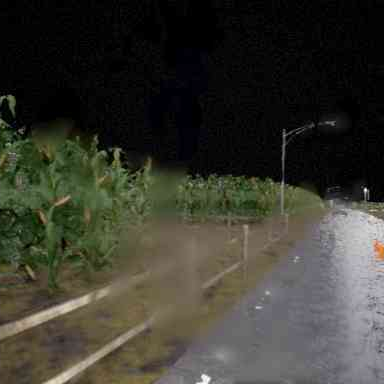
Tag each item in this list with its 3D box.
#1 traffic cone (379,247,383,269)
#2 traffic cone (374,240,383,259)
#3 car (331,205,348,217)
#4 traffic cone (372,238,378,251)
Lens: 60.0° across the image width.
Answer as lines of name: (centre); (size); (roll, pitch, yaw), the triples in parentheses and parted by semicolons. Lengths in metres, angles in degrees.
traffic cone: (6.516, 2.234, 11.019); (0.340, 0.580, 0.340); (1, -1, 24)
traffic cone: (7.333, 2.274, 12.844); (0.340, 0.580, 0.340); (1, -1, 24)
car: (20.198, 2.569, 45.413); (1.837, 1.490, 4.892); (1, -1, 24)
traffic cone: (8.150, 2.313, 14.669); (0.340, 0.580, 0.340); (1, -1, 24)
